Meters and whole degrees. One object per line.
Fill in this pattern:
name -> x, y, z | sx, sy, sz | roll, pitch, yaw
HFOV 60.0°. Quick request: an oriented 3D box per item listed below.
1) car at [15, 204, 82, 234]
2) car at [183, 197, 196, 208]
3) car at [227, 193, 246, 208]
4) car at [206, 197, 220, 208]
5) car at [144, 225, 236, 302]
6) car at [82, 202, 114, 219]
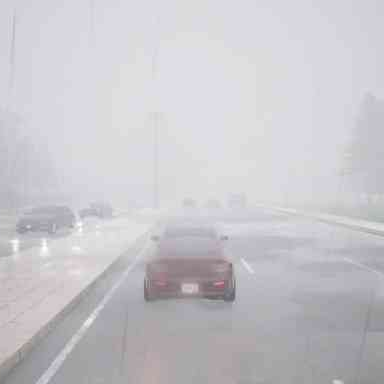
car -> -8.246, 1.505, 19.180 | 1.837, 1.490, 4.892 | 0, 0, 0
car -> -0.442, 1.505, 49.194 | 1.837, 1.490, 4.892 | 0, 0, -1
car -> 6.558, 1.221, 49.221 | 2.150, 2.045, 5.566 | 0, 0, -1
car -> 3.058, 1.526, 49.235 | 1.812, 1.442, 4.674 | 0, 0, -1
car -> -0.057, 1.526, 8.148 | 1.812, 1.442, 4.674 | 0, 0, -1
car -> -8.284, 1.601, 29.124 | 1.895, 1.301, 4.718 | 0, 0, 0
